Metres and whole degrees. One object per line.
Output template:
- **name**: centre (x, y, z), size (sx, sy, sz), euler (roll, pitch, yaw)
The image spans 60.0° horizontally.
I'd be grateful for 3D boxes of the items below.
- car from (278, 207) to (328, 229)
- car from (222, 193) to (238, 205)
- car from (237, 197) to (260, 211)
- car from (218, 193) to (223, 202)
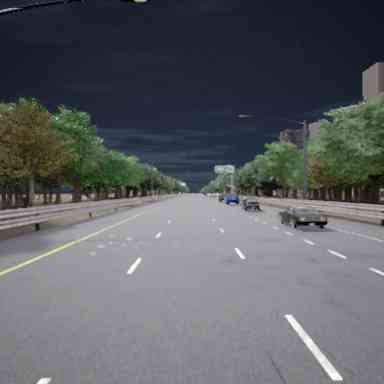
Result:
- **car**: centre (7.014, 1.613, 21.595), size (1.895, 1.301, 4.718), euler (0, 0, 0)
- **car**: centre (7.166, 1.303, 59.701), size (2.150, 2.045, 5.566), euler (0, -1, 0)
- **car**: centre (7.071, 1.539, 40.629), size (1.837, 1.490, 4.892), euler (0, 0, 0)
- **car**: centre (7.287, 1.306, 76.987), size (2.150, 2.045, 5.566), euler (0, 0, 0)
